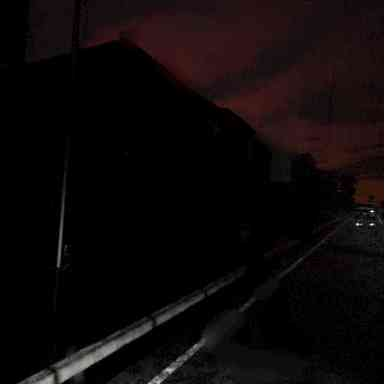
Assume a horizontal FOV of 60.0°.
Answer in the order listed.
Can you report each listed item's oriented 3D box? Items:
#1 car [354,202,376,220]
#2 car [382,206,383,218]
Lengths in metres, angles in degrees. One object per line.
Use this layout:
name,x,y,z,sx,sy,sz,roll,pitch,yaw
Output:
car,21.886,2.352,42.099,2.150,2.045,5.566,1,-1,28
car,27.904,2.619,46.431,2.150,2.045,5.566,1,-1,28
